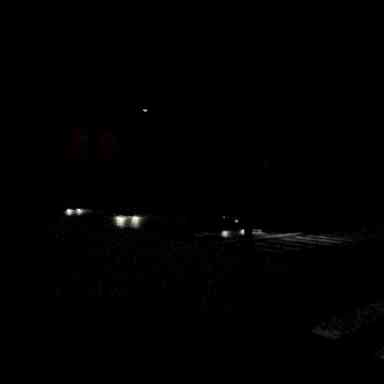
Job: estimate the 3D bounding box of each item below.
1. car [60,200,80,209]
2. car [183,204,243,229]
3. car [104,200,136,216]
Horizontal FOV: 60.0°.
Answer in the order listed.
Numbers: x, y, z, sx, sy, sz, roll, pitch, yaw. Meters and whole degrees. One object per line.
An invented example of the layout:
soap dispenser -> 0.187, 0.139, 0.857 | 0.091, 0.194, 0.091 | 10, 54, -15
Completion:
car -> -18.476, 1.863, 50.331 | 1.895, 1.301, 4.718 | 0, 0, -36
car -> 1.331, 1.558, 22.588 | 2.128, 1.511, 4.902 | 0, 0, -36
car -> -7.701, 1.605, 35.170 | 1.882, 1.535, 5.008 | 0, 0, -36
